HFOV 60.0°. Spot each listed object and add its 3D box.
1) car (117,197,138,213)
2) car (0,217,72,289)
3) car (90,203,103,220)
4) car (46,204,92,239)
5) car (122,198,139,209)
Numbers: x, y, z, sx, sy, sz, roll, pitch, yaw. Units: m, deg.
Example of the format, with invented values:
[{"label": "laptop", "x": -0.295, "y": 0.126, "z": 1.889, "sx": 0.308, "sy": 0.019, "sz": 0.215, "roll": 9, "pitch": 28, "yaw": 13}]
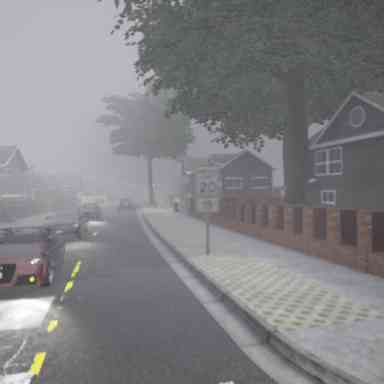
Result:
[{"label": "car", "x": -7.778, "y": 1.468, "z": 39.993, "sx": 2.097, "sy": 1.767, "sz": 4.553, "roll": -1, "pitch": 0, "yaw": -8}, {"label": "car", "x": -4.712, "y": 1.639, "z": 9.151, "sx": 1.994, "sy": 1.385, "sz": 4.181, "roll": -1, "pitch": 0, "yaw": -13}, {"label": "car", "x": -8.836, "y": 1.693, "z": 28.698, "sx": 1.994, "sy": 1.385, "sz": 4.181, "roll": -1, "pitch": 0, "yaw": -9}, {"label": "car", "x": -6.736, "y": 1.627, "z": 17.966, "sx": 1.812, "sy": 1.442, "sz": 4.674, "roll": -1, "pitch": 0, "yaw": -12}, {"label": "car", "x": -9.185, "y": 1.693, "z": 50.014, "sx": 2.033, "sy": 1.411, "sz": 5.357, "roll": -1, "pitch": 0, "yaw": -6}]
